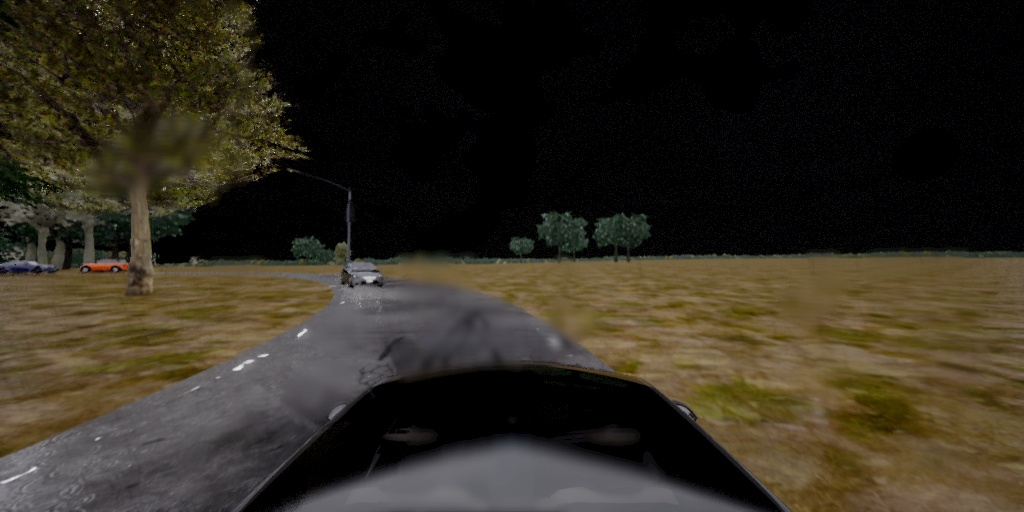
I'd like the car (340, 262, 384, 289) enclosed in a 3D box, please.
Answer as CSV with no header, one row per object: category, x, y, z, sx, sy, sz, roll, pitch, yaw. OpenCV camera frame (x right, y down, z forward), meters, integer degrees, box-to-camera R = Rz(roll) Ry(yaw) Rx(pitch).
car,-9.207,1.124,21.923,2.128,1.511,4.902,1,0,-33
